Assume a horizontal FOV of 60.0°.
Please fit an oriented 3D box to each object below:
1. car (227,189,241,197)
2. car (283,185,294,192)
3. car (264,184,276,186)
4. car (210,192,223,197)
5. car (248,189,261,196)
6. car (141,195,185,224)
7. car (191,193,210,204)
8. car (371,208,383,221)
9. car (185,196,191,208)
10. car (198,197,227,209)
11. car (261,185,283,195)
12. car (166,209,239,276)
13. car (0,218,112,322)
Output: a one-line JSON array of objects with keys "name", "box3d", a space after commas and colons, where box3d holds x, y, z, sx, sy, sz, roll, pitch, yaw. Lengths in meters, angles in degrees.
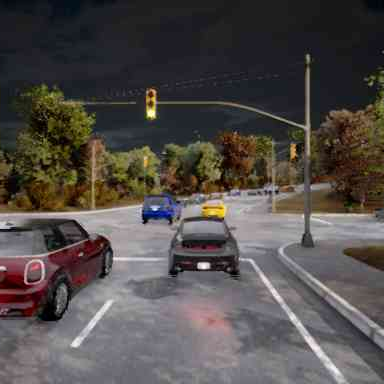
[{"name": "car", "box3d": [9.095, 0.162, 71.063, 1.812, 1.442, 4.674, 0, 4, 27]}, {"name": "car", "box3d": [22.679, -0.829, 79.154, 1.882, 1.535, 5.008, 0, 4, 37]}, {"name": "car", "box3d": [19.077, -1.057, 80.153, 2.150, 2.045, 5.566, 0, 4, 37]}, {"name": "car", "box3d": [4.461, 0.774, 61.969, 1.812, 1.442, 4.674, 0, 3, 23]}, {"name": "car", "box3d": [13.675, -0.002, 71.944, 1.994, 1.385, 4.181, 0, 4, 32]}, {"name": "car", "box3d": [-2.129, 1.216, 24.583, 2.150, 2.045, 5.566, 0, 0, 7]}, {"name": "car", "box3d": [0.704, 1.046, 52.661, 2.097, 1.767, 4.553, 0, 2, 20]}, {"name": "car", "box3d": [16.004, 1.429, 24.661, 4.902, 1.511, 2.128, -1, 0, 3]}, {"name": "car", "box3d": [-1.968, 1.483, 44.277, 1.994, 1.385, 4.181, 0, 1, 16]}, {"name": "car", "box3d": [2.015, 1.471, 28.935, 1.882, 1.535, 5.008, 0, 0, 9]}, {"name": "car", "box3d": [17.010, -0.114, 70.704, 1.882, 1.535, 5.008, 0, 4, 32]}, {"name": "car", "box3d": [0.358, 1.502, 10.298, 1.837, 1.490, 4.892, 0, 0, 2]}, {"name": "car", "box3d": [-3.274, 1.350, 7.402, 2.097, 1.767, 4.553, 0, 0, 1]}]
